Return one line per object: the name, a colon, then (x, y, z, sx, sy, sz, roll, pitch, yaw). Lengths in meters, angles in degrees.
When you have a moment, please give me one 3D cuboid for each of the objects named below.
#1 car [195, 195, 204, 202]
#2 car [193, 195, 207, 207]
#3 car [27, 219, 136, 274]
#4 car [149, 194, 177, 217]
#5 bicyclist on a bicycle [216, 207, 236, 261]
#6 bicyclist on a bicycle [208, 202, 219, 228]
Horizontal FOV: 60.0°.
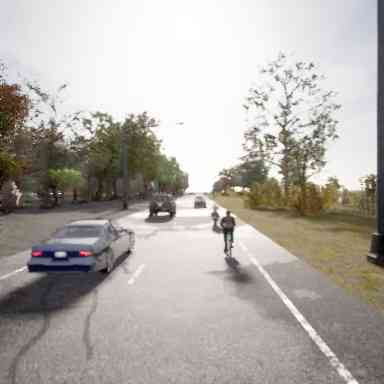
car: (1.608, 1.433, 73.677, 1.837, 1.490, 4.892, 0, 0, 1)
car: (1.197, 1.499, 49.864, 2.033, 1.411, 5.357, 0, 0, 1)
car: (-3.148, 1.560, 10.581, 2.033, 1.411, 5.357, 0, 0, 1)
car: (-2.702, 1.215, 31.362, 2.150, 2.045, 5.566, 0, 0, 1)
bicyclist on a bicycle: (1.241, 1.434, 11.294, 0.582, 1.620, 1.656, 0, 0, 1)
bicyclist on a bicycle: (1.468, 1.409, 21.082, 0.866, 1.612, 1.509, 0, 0, 1)
